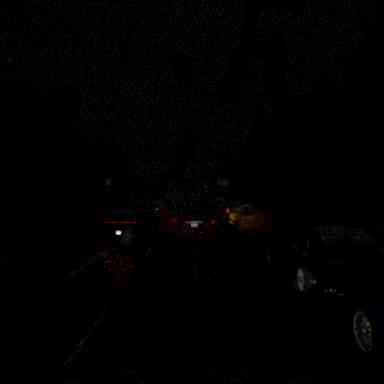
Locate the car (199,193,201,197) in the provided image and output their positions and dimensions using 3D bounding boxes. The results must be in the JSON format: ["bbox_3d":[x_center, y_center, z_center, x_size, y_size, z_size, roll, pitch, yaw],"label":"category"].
[{"bbox_3d":[3.242,1.401,76.486,2.231,1.521,4.892,0,0,1],"label":"car"}]

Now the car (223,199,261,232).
[{"bbox_3d":[3.224,1.456,19.761,1.946,1.575,5.366,0,0,0],"label":"car"}]

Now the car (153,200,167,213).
[{"bbox_3d":[-3.156,1.491,33.052,1.812,1.442,4.674,0,0,0],"label":"car"}]

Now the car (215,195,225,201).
[{"bbox_3d":[3.227,1.328,25.071,2.185,1.767,4.553,0,0,0],"label":"car"}]

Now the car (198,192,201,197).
[{"bbox_3d":[3.178,1.139,85.907,2.435,2.045,5.566,0,0,0],"label":"car"}]

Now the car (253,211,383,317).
[{"bbox_3d":[3.225,1.472,8.519,2.231,1.521,4.892,0,0,0],"label":"car"}]

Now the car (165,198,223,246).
[{"bbox_3d":[0.098,1.337,15.424,2.097,1.767,4.553,0,0,0],"label":"car"}]

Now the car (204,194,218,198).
[{"bbox_3d":[3.212,1.431,47.198,2.231,1.521,4.892,0,0,0],"label":"car"}]

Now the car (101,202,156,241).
[{"bbox_3d":[-3.151,1.487,16.689,1.837,1.490,4.892,0,0,0],"label":"car"}]

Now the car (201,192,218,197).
[{"bbox_3d":[3.206,1.173,52.881,2.435,2.045,5.566,0,0,0],"label":"car"}]

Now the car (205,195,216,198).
[{"bbox_3d":[3.214,1.437,41.671,2.231,1.521,4.892,0,0,0],"label":"car"}]

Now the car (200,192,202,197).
[{"bbox_3d":[3.196,1.287,63.872,2.185,1.767,4.553,0,0,0],"label":"car"}]

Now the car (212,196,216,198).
[{"bbox_3d":[3.225,1.444,30.814,1.946,1.575,5.366,0,0,0],"label":"car"}]
